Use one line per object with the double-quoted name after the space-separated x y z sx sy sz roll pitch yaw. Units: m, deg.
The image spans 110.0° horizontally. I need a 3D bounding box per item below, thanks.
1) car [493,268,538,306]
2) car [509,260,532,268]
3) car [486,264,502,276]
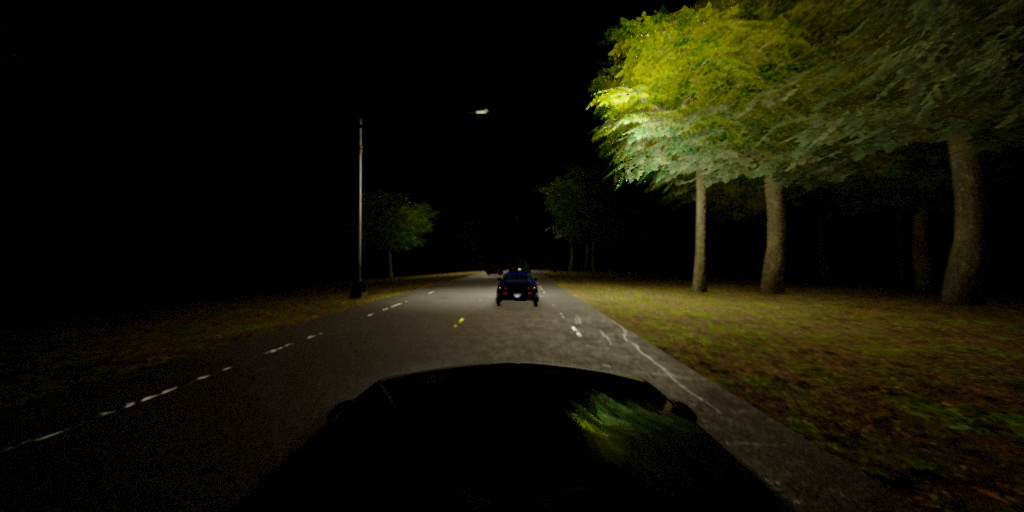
0.261 1.474 17.058 1.812 1.442 4.674 0 -1 1 "car"
0.841 1.429 36.901 2.150 2.045 5.566 0 -1 2 "car"
-2.347 1.837 47.847 1.882 1.535 5.008 0 -1 3 "car"
